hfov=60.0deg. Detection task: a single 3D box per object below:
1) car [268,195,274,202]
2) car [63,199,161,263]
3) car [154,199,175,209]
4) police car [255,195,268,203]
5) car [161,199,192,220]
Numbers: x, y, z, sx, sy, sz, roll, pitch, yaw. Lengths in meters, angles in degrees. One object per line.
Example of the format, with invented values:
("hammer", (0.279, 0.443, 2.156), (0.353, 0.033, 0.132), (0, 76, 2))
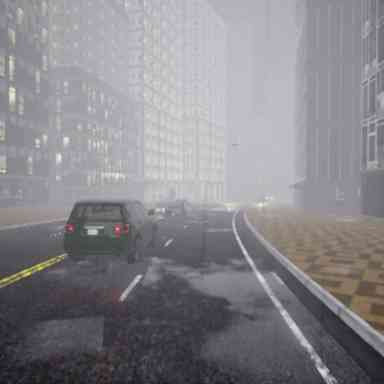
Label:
("car", (20.821, 2.078, 92.512), (1.812, 1.442, 4.674), (1, 0, 24))
("car", (-2.728, 1.262, 12.292), (2.150, 2.045, 5.566), (0, 0, 3))
("car", (-4.157, 1.753, 50.653), (1.994, 1.385, 4.181), (0, 0, 13))
("police car", (17.090, 1.908, 83.620), (1.930, 1.638, 5.238), (0, 0, 22))
("car", (-1.164, 1.610, 28.958), (2.128, 1.511, 4.902), (0, 0, 7))
